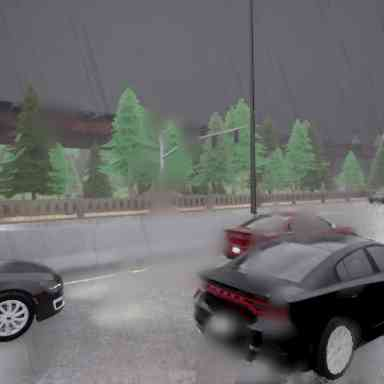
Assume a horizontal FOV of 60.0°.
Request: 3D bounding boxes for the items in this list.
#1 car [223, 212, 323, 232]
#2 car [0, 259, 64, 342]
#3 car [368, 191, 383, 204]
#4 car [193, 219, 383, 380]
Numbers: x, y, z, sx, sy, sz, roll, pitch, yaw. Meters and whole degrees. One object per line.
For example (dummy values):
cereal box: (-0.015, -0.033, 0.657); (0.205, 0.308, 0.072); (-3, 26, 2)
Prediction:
car: (3.199, 1.355, 10.380); (5.008, 1.535, 1.882); (-1, 1, -35)
car: (-4.462, 1.504, 4.867); (4.892, 1.490, 1.837); (0, 0, -35)
car: (24.954, 0.704, 43.419); (4.892, 1.490, 1.837); (-1, 1, -36)
car: (2.356, 1.417, 5.490); (5.008, 1.535, 1.882); (-1, 1, -35)
